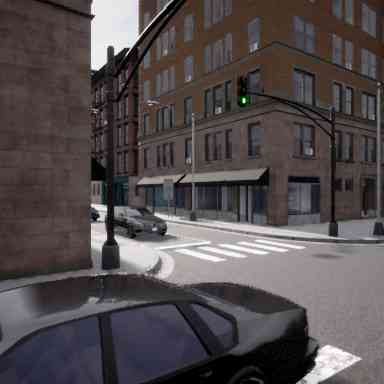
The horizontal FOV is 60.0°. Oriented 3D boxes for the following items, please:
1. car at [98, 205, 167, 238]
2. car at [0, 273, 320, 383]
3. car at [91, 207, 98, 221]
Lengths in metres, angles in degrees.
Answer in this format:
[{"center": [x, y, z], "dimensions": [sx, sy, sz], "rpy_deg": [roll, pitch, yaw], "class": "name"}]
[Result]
[{"center": [-3.064, 1.436, 17.271], "dimensions": [1.812, 1.442, 4.674], "rpy_deg": [0, 0, -35], "class": "car"}, {"center": [-1.120, 1.548, 2.842], "dimensions": [5.357, 1.411, 2.033], "rpy_deg": [0, 0, -36], "class": "car"}, {"center": [-8.719, 1.398, 25.197], "dimensions": [2.033, 1.411, 5.357], "rpy_deg": [0, 0, -36], "class": "car"}]
